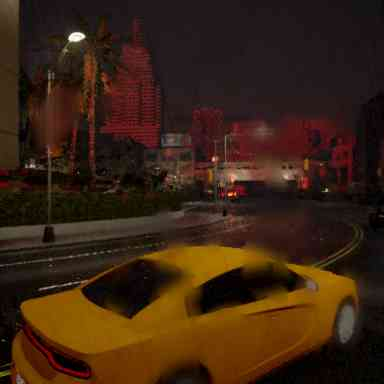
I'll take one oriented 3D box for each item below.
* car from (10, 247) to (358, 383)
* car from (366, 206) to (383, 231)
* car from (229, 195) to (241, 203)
[{"bbox_3d":[0.406,1.499,4.499,5.008,1.535,1.882,0,0,-40],"label":"car"},{"bbox_3d":[12.019,1.579,20.542,2.128,1.511,4.902,0,0,23],"label":"car"},{"bbox_3d":[10.433,1.822,77.999,2.097,1.535,5.008,0,0,6],"label":"car"}]
